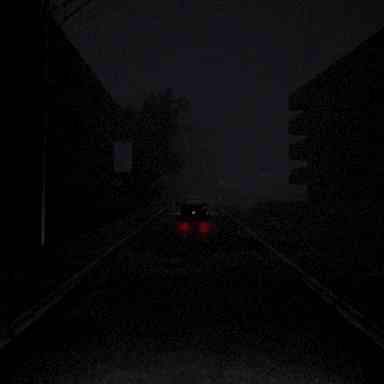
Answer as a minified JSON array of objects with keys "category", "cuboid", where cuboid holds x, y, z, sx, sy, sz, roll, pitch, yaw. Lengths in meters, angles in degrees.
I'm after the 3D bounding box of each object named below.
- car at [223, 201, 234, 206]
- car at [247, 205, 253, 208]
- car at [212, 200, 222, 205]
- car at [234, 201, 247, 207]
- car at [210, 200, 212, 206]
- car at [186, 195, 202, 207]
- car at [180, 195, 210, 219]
[{"category":"car","cuboid":[7.858,3.167,86.075,2.185,1.767,4.553,7,-4,-30]},{"category":"car","cuboid":[13.689,3.883,87.325,1.946,1.575,5.366,7,-4,-30]},{"category":"car","cuboid":[4.885,2.912,85.579,2.185,1.767,4.553,5,-4,-31]},{"category":"car","cuboid":[10.855,3.339,86.632,2.435,2.045,5.566,8,-5,-30]},{"category":"car","cuboid":[2.005,2.614,84.993,2.435,2.045,5.566,2,-3,-30]},{"category":"car","cuboid":[0.260,1.125,41.973,1.882,1.535,5.008,0,-1,1]},{"category":"car","cuboid":[0.107,1.161,24.528,1.812,1.442,4.674,0,1,0]}]
